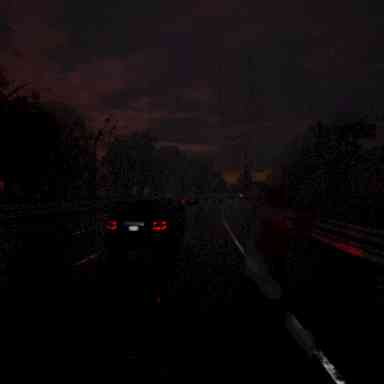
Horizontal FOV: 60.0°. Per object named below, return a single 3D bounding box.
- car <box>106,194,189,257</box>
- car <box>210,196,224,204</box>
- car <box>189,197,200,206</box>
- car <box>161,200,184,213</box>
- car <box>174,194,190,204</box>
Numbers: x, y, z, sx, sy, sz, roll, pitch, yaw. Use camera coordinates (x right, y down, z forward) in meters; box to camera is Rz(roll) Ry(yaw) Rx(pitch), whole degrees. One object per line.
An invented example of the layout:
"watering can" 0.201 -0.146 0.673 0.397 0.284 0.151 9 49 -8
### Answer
"car" -1.596 1.245 13.175 2.150 2.045 5.566 0 0 5
"car" 5.465 1.665 68.756 1.837 1.490 4.892 0 0 9
"car" 0.276 1.631 58.209 1.837 1.490 4.892 0 0 8
"car" -2.253 1.641 39.676 1.994 1.385 4.181 0 0 7
"car" -1.921 1.368 67.015 2.150 2.045 5.566 0 0 9
